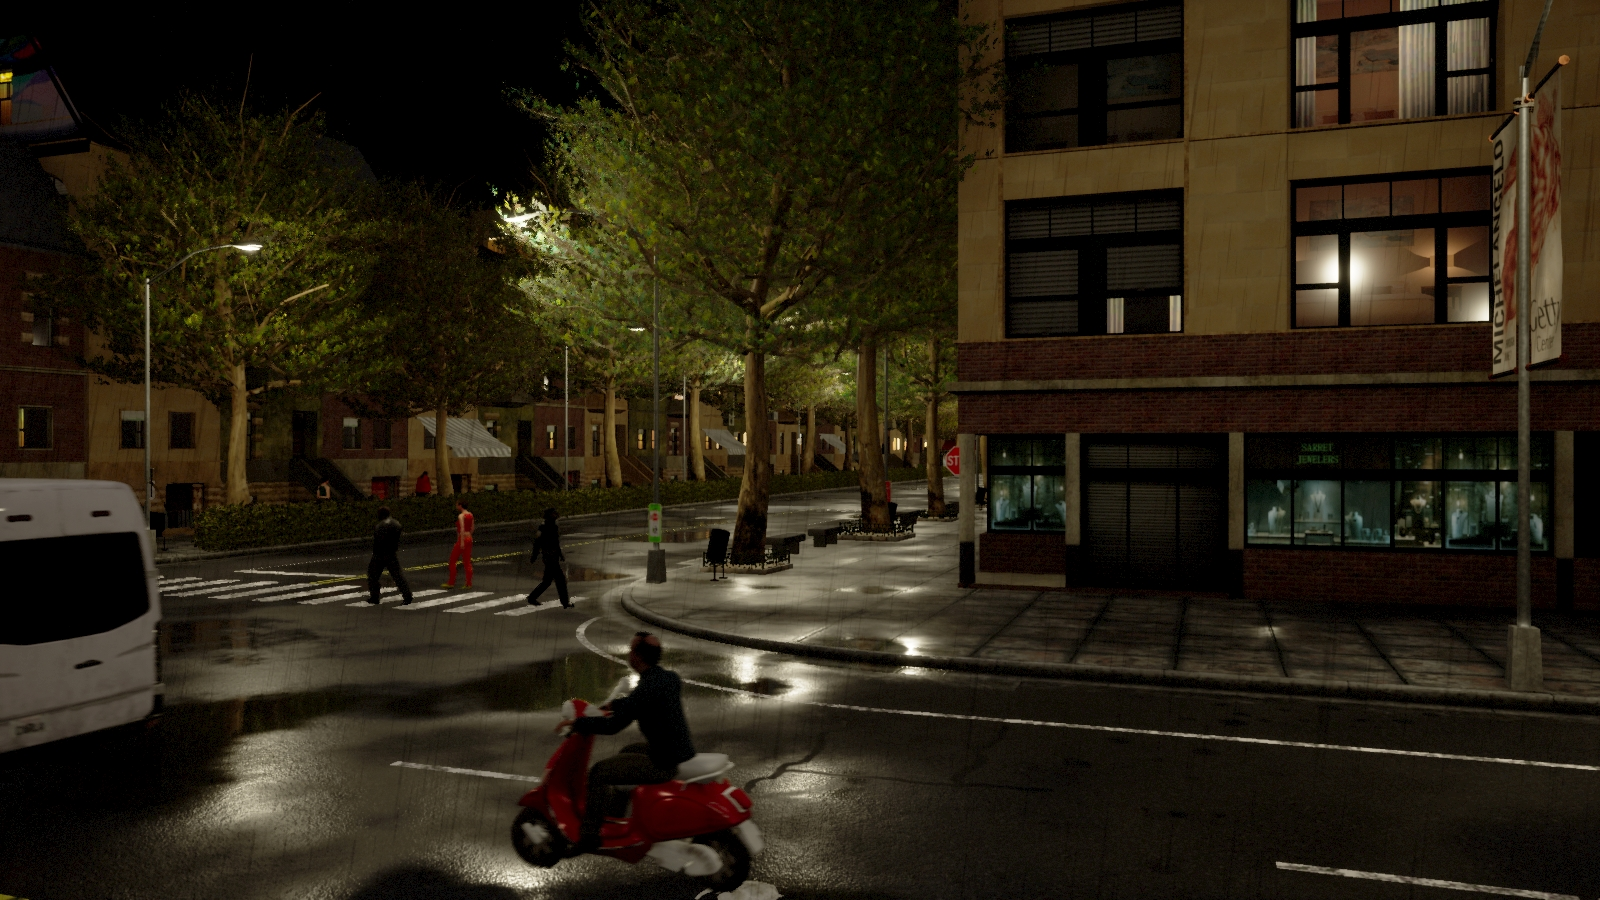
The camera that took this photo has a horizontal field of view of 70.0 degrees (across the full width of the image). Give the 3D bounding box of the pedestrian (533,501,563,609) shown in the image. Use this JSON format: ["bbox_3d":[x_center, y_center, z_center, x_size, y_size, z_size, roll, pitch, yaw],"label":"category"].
[{"bbox_3d":[-4.454,1.849,20.172,0.375,1.860,0.375,0,0,20],"label":"pedestrian"}]

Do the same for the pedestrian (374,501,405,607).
[{"bbox_3d":[-7.352,1.849,20.458,0.375,1.860,0.375,0,0,19],"label":"pedestrian"}]

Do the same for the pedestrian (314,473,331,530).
[{"bbox_3d":[-15.671,1.696,37.519,0.375,1.860,0.375,0,0,18],"label":"pedestrian"}]

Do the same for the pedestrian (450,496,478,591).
[{"bbox_3d":[-6.682,1.849,22.716,0.375,1.860,0.375,0,0,19],"label":"pedestrian"}]

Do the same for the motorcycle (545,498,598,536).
[{"bbox_3d":[-7.583,2.213,38.064,0.803,1.145,2.033,0,0,20],"label":"motorcycle"}]

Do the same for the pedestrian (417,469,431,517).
[{"bbox_3d":[-14.874,1.696,45.182,0.375,1.860,0.375,0,0,20],"label":"pedestrian"}]

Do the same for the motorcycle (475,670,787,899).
[{"bbox_3d":[-1.085,2.180,7.417,1.805,1.236,0.856,0,0,20],"label":"motorcycle"}]

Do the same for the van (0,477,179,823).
[{"bbox_3d":[-8.614,1.534,10.188,5.915,2.561,1.988,0,0,20],"label":"van"}]
